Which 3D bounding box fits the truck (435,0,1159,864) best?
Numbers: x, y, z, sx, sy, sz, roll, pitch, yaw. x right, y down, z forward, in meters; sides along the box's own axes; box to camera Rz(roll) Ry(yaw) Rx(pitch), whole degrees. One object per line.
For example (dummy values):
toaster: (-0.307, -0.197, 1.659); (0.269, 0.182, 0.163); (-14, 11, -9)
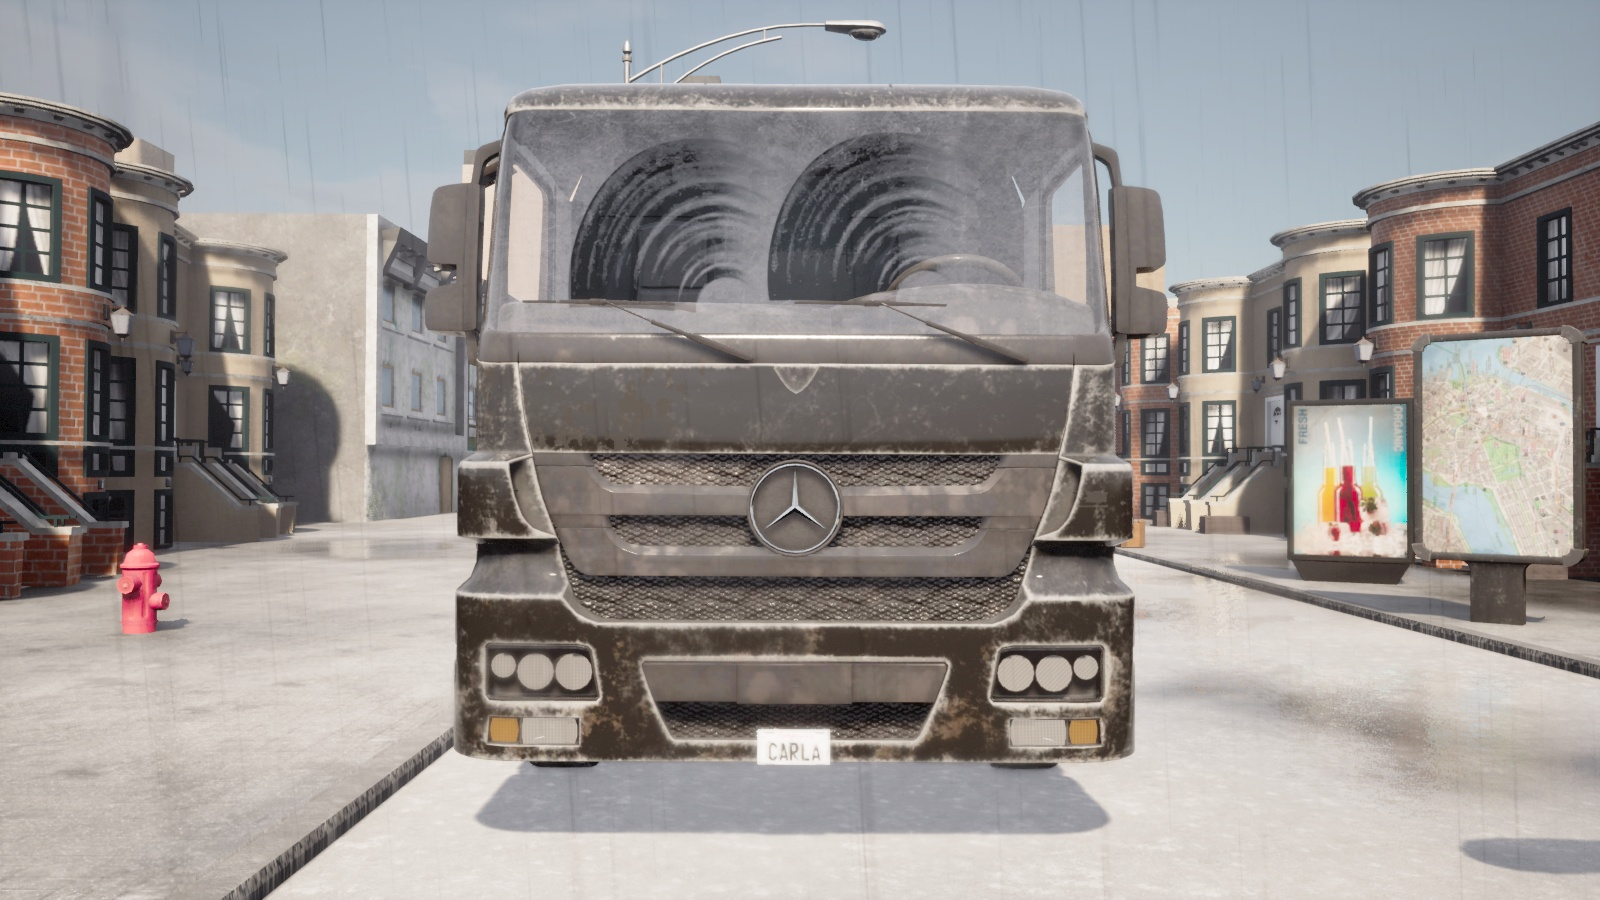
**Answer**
truck: (-0.027, -0.016, 9.012); (2.891, 3.462, 7.936); (0, -1, 0)
